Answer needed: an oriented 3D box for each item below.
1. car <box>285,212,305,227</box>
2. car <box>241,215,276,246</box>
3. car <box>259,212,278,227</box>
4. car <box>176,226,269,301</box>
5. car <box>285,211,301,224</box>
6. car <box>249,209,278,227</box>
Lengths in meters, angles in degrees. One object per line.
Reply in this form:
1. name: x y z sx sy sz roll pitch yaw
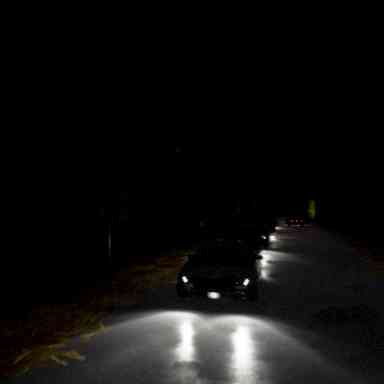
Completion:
1. car: 12.441 3.446 39.772 2.033 1.411 5.357 -1 -3 15
2. car: 3.741 2.358 19.792 2.033 1.411 5.357 -1 -2 15
3. car: 9.554 3.345 41.317 2.097 1.767 4.553 -1 -4 15
4. car: 1.103 1.969 9.792 2.033 1.411 5.357 -1 -3 14
5. car: 14.904 3.762 49.189 2.097 1.767 4.553 -1 -3 15
6. car: 6.471 2.514 30.005 2.150 2.045 5.566 -1 -4 15
